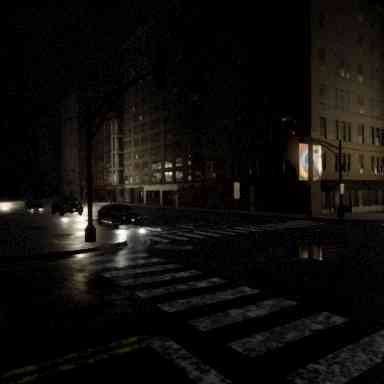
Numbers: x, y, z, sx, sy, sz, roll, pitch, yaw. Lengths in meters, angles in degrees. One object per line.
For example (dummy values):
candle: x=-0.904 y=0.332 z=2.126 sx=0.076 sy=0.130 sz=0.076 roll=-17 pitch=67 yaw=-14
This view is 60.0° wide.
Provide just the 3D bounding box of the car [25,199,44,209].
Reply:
car: x=-23.547 y=1.747 z=49.516 sx=2.033 sy=1.411 sz=5.357 roll=-1 pitch=0 yaw=-35

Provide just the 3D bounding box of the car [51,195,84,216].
car: x=-13.120 y=1.367 z=34.810 sx=2.150 sy=2.045 sz=5.566 roll=-1 pitch=1 yaw=-35

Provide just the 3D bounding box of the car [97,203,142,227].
car: x=-5.295 y=1.614 z=23.871 sx=1.837 sy=1.490 sz=4.892 roll=-1 pitch=0 yaw=-36
